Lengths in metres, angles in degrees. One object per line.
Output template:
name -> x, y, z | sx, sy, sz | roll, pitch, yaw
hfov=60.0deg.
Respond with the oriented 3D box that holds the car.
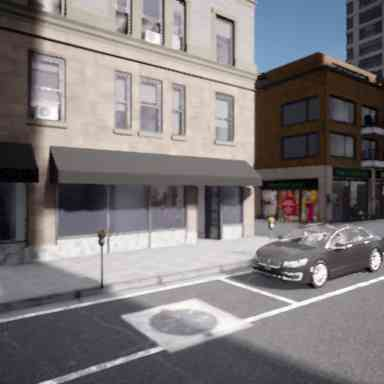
car -> 3.564, 1.537, 9.074 | 4.403, 1.369, 2.008 | 0, 0, -36
